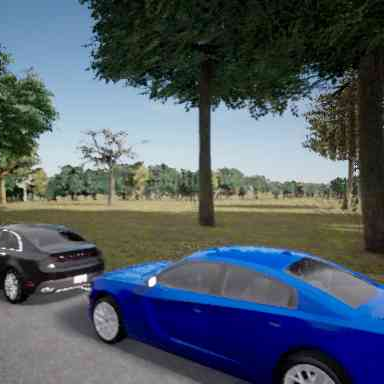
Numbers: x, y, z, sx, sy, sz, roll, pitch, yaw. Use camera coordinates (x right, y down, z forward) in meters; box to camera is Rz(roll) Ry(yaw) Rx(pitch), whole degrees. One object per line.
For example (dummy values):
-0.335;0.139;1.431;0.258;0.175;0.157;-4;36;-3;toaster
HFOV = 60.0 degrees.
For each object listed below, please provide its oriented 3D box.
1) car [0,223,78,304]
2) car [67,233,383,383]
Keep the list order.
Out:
-4.245;1.553;8.354;4.892;1.490;1.837;0;-1;37;car
0.545;1.522;4.780;5.008;1.535;1.882;0;-1;36;car
